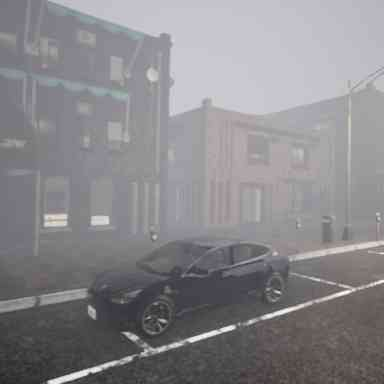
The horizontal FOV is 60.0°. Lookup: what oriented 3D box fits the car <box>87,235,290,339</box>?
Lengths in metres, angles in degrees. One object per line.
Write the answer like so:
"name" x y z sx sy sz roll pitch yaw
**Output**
"car" 0.158 1.595 6.662 4.313 1.339 1.947 1 1 -36
